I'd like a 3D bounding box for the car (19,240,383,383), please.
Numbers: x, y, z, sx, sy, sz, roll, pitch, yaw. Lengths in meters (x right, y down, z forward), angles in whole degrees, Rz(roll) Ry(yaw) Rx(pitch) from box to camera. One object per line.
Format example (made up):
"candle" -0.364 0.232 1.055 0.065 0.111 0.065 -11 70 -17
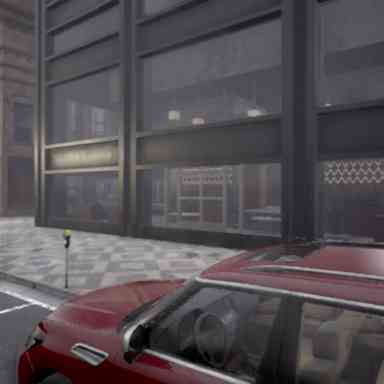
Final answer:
"car" 0.843 1.313 2.361 5.009 1.841 2.192 0 0 35
